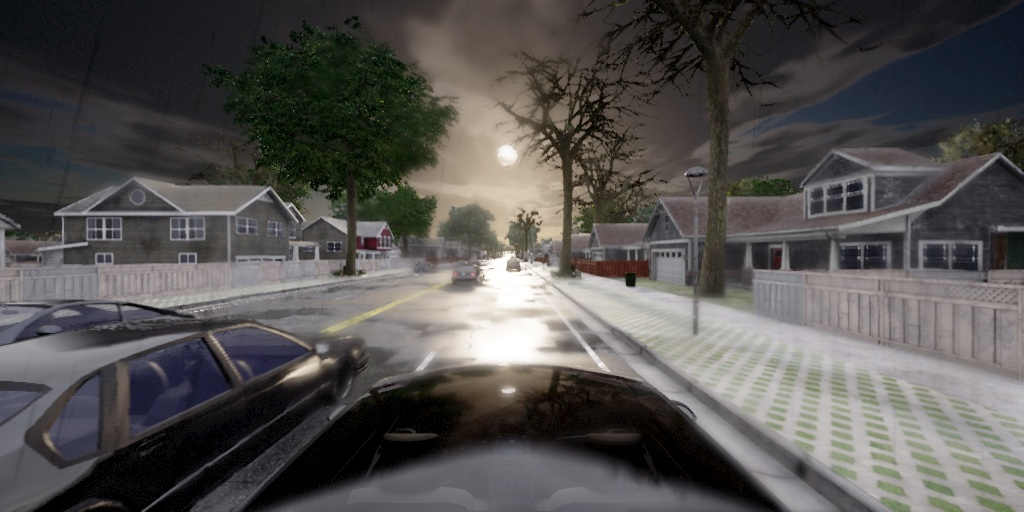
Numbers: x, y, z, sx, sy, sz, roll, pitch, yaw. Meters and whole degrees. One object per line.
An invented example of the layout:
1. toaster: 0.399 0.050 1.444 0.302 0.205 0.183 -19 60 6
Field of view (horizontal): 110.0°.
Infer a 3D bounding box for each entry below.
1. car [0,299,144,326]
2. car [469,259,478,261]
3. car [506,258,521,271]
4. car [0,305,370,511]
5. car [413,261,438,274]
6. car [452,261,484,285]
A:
1. car: -6.593 1.312 4.847 1.994 1.385 4.181 0 0 0
2. car: -6.428 1.288 60.146 2.033 1.411 5.357 0 0 1
3. car: 0.190 1.232 49.767 2.128 1.511 4.902 0 0 0
4. car: -3.147 1.296 3.162 2.033 1.411 5.357 0 0 0
5. car: -9.773 1.304 40.788 1.994 1.385 4.181 0 0 0
6. car: -3.104 1.287 25.879 2.033 1.411 5.357 0 0 0
